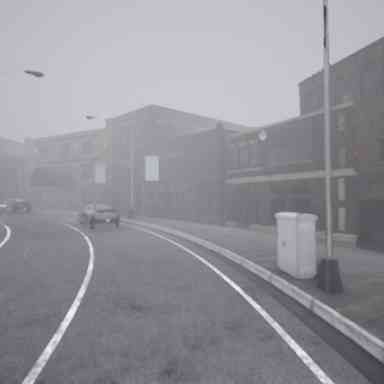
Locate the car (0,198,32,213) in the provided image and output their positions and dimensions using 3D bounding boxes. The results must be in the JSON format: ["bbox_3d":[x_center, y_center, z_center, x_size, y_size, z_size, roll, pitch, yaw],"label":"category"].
[{"bbox_3d":[-19.309,1.462,36.050,4.892,1.490,1.837,0,-1,36],"label":"car"}]

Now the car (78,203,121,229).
[{"bbox_3d":[-6.146,1.478,21.784,2.128,1.511,4.902,0,0,-29],"label":"car"}]
